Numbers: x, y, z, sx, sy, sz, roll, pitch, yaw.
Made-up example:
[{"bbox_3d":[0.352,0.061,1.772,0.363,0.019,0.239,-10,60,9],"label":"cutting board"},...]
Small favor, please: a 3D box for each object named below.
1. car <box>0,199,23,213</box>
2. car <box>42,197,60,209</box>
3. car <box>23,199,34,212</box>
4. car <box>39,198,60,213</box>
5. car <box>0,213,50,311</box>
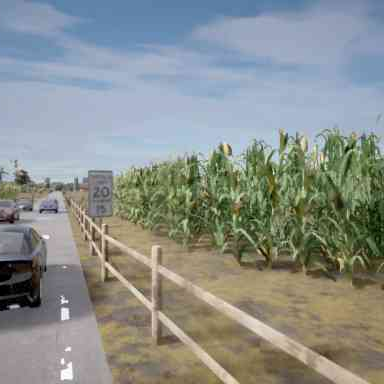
[{"bbox_3d":[-14.089,1.370,24.512,2.097,1.767,4.553,0,0,-21],"label":"car"},{"bbox_3d":[-19.381,1.510,45.769,2.128,1.511,4.902,0,0,-21],"label":"car"},{"bbox_3d":[-19.579,1.517,38.731,2.128,1.511,4.902,0,0,-21],"label":"car"},{"bbox_3d":[-15.727,1.560,36.605,2.033,1.411,5.357,0,0,-21],"label":"car"},{"bbox_3d":[-4.382,1.480,7.563,1.882,1.535,5.008,0,0,-21],"label":"car"}]
